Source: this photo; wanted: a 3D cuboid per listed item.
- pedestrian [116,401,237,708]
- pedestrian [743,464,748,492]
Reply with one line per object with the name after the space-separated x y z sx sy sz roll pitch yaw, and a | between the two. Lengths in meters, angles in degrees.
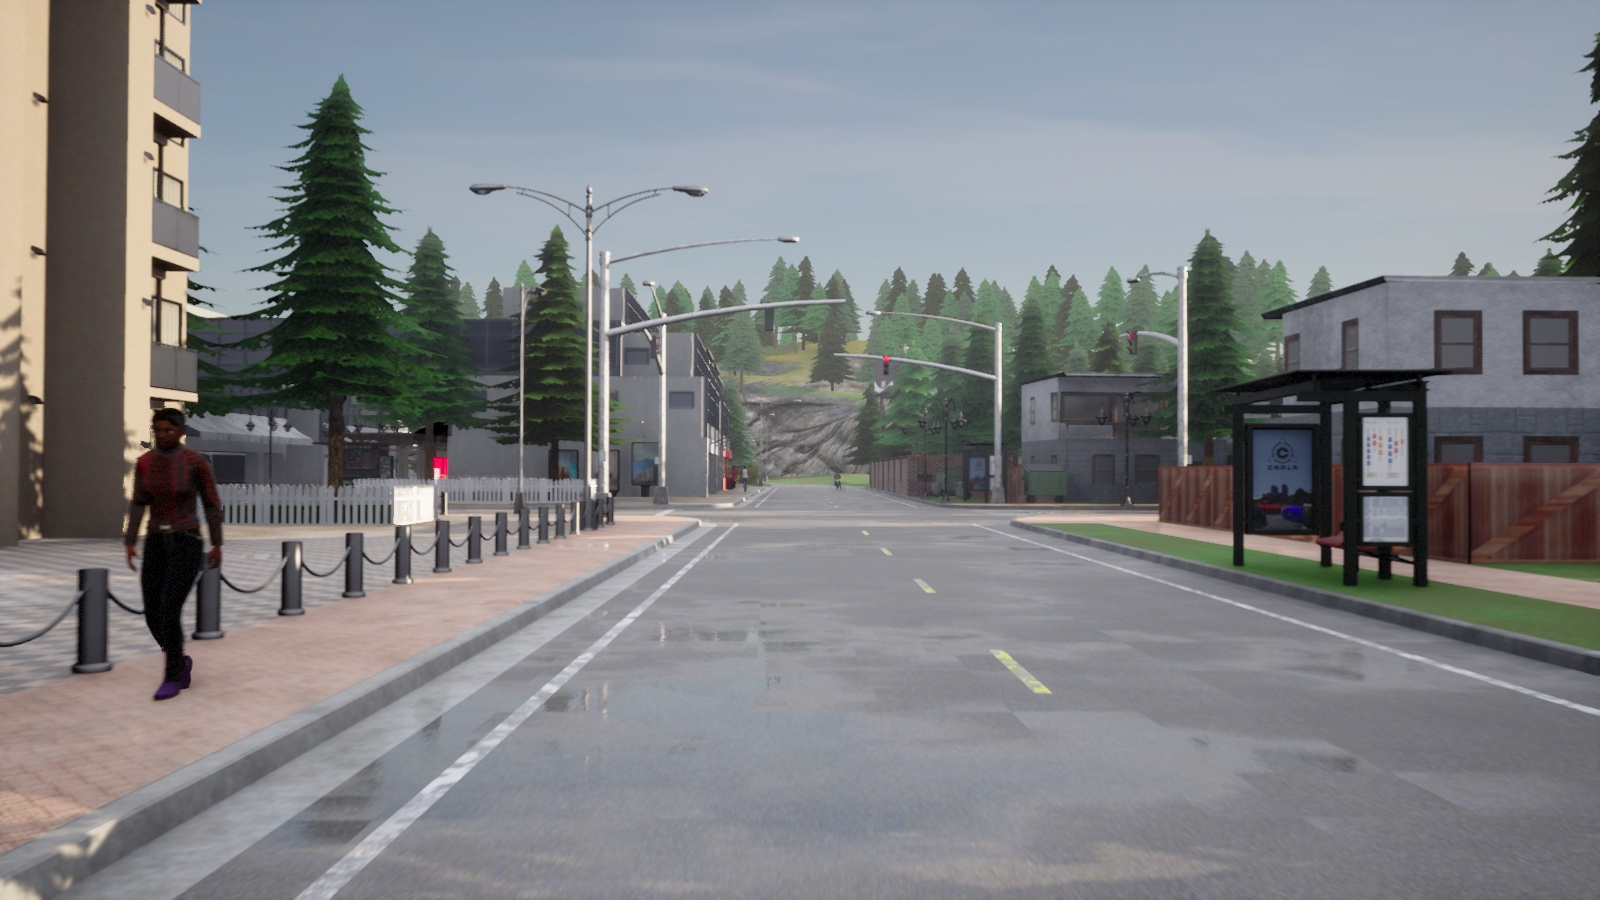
-3.879 0.622 7.853 0.328 1.805 0.869 0 -1 -1 | pedestrian
-3.598 1.875 82.760 0.354 1.836 0.706 0 -1 -3 | pedestrian
